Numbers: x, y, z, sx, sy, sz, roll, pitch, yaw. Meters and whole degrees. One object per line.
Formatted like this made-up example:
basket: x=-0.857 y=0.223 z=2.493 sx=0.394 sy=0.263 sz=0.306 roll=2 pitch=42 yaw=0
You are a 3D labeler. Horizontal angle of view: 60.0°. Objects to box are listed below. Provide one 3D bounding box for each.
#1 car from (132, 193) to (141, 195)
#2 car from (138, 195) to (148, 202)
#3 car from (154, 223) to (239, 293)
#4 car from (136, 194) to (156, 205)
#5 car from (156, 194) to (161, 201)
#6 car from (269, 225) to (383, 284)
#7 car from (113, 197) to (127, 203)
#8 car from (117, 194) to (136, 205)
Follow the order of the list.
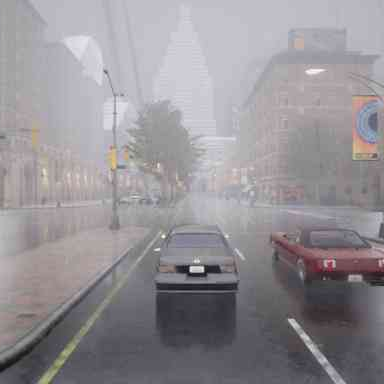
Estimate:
car: x=-11.589 y=1.255 z=68.919 sx=2.150 sy=2.045 sz=5.566 roll=0 pitch=0 yaw=0
car: x=-11.602 y=1.559 z=79.186 sx=1.812 sy=1.442 sz=4.674 roll=0 pitch=0 yaw=0
car: x=0.090 y=1.552 z=8.983 sx=2.033 sy=1.411 sz=5.357 roll=0 pitch=0 yaw=0
car: x=-8.133 y=1.517 z=59.196 sx=2.128 sy=1.511 sz=4.902 roll=0 pitch=0 yaw=0
car: x=-8.089 y=1.556 z=68.964 sx=1.812 sy=1.442 sz=4.674 roll=0 pitch=0 yaw=0
car: x=3.589 y=1.605 z=9.526 sx=1.895 sy=1.301 sz=4.718 roll=0 pitch=0 yaw=0
car: x=-14.838 y=1.625 z=69.172 sx=1.895 sy=1.301 sz=4.718 roll=0 pitch=0 yaw=0
car: x=-11.632 y=1.551 z=58.906 sx=1.812 sy=1.442 sz=4.674 roll=0 pitch=0 yaw=0
